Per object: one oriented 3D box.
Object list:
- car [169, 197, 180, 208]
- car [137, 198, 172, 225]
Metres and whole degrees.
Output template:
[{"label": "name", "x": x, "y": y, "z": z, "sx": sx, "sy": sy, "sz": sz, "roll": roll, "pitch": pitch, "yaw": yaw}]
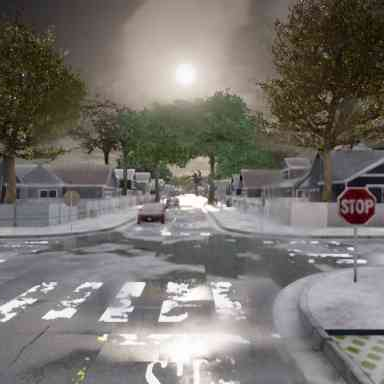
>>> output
[{"label": "car", "x": -2.791, "y": 1.505, "z": 49.117, "sx": 2.128, "sy": 1.511, "sz": 4.902, "roll": 0, "pitch": 0, "yaw": 0}, {"label": "car", "x": -2.770, "y": 1.496, "z": 24.268, "sx": 1.882, "sy": 1.535, "sz": 5.008, "roll": 0, "pitch": 0, "yaw": 0}]
